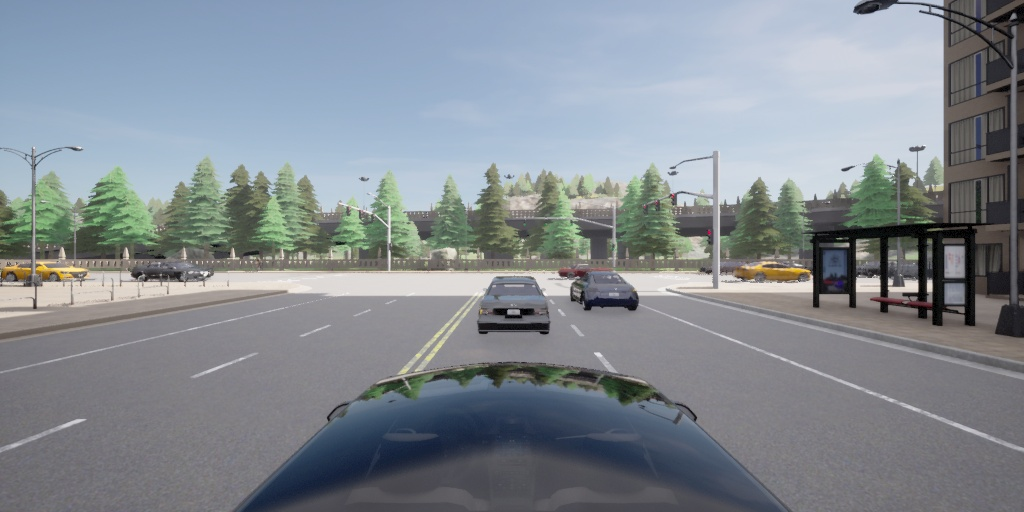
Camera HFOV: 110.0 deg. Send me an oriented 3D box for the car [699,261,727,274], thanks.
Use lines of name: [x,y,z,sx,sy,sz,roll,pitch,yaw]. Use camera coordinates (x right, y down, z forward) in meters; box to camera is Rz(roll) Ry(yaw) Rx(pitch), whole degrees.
car: [22.404,1.250,37.126,5.357,1.411,2.033,0,0,1]

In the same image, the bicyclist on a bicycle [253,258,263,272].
bicyclist on a bicycle: [-29.470,1.005,41.631,0.582,1.620,1.656,0,0,1]

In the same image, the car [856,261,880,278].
car: [33.859,1.193,33.004,4.902,1.511,2.128,0,0,6]

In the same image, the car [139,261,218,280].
car: [-28.331,1.179,30.601,5.008,1.535,1.882,0,0,0]

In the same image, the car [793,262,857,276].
car: [31.983,1.304,36.726,4.718,1.301,1.895,0,0,4]

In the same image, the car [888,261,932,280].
car: [34.219,1.265,29.436,4.181,1.385,1.994,0,0,6]

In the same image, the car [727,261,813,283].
car: [19.180,1.178,26.498,5.008,1.535,1.882,0,0,1]

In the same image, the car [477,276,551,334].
car: [0.058,1.300,10.537,2.033,1.411,5.357,0,0,1]

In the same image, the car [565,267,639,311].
car: [3.577,1.317,14.550,1.994,1.385,4.181,0,0,0]

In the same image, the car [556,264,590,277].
car: [6.189,1.313,30.165,4.718,1.301,1.895,-1,0,1]

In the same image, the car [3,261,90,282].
car: [-35.148,1.178,27.130,5.008,1.535,1.882,0,0,0]

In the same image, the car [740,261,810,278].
car: [24.521,1.194,33.546,4.902,1.511,2.128,0,0,2]

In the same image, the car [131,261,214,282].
car: [-25.644,1.192,27.040,4.902,1.511,2.128,0,0,-2]
